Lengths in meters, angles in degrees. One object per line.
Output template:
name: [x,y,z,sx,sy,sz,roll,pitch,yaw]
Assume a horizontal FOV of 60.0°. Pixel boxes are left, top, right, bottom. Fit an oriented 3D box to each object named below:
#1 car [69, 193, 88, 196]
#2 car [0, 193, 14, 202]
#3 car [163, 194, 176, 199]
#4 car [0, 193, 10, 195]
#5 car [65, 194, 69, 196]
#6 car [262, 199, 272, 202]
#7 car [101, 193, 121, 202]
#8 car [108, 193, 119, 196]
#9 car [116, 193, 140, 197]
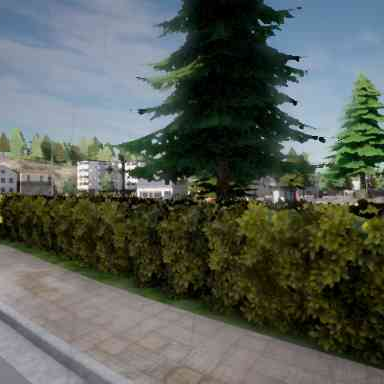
car: [-26.486,1.154,81.271,5.027,1.636,2.152,0,0,-45]
car: [-41.101,1.097,71.348,4.605,1.855,1.932,0,0,-45]
car: [-2.229,1.221,37.447,5.566,2.045,2.150,0,0,-45]
car: [-23.122,1.330,40.952,5.027,1.636,2.152,0,0,-45]
car: [-31.208,1.232,85.629,3.806,1.475,1.970,0,0,-45]
car: [9.908,1.478,44.353,5.008,1.535,1.882,0,0,-45]
car: [-17.533,1.077,72.131,3.866,1.878,1.905,0,0,-45]
car: [-15.205,1.097,70.344,4.605,1.855,1.932,0,0,-45]
car: [-9.685,1.384,53.909,3.806,1.475,1.970,0,0,-45]
